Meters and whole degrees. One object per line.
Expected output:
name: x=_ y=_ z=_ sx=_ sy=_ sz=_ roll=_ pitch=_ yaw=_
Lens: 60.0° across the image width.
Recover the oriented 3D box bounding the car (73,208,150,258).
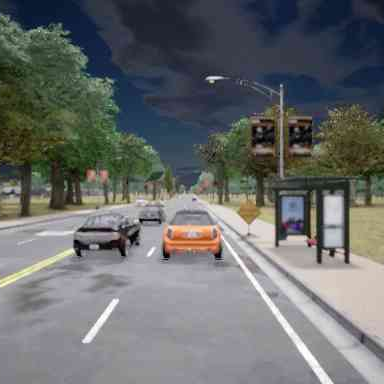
car: x=-3.229 y=1.637 z=13.481 sx=2.128 sy=1.511 sz=4.902 roll=0 pitch=0 yaw=0

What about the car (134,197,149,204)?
car: x=-9.760 y=1.970 z=64.851 sx=2.150 sy=2.045 sz=5.566 roll=0 pitch=0 yaw=0

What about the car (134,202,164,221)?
car: x=-3.241 y=1.848 z=27.498 sx=2.033 sy=1.411 sz=5.357 roll=0 pitch=-1 yaw=0

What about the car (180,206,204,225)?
car: x=0.017 y=1.910 z=28.219 sx=1.895 sy=1.301 sz=4.718 roll=0 pitch=-1 yaw=0

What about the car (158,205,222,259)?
car: x=0.021 y=1.494 z=13.389 sx=2.097 sy=1.767 sz=4.553 roll=0 pitch=-1 yaw=0

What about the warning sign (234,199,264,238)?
warning sign: x=2.858 y=1.295 z=16.696 sx=1.300 sy=1.860 sz=1.060 roll=0 pitch=0 yaw=0
